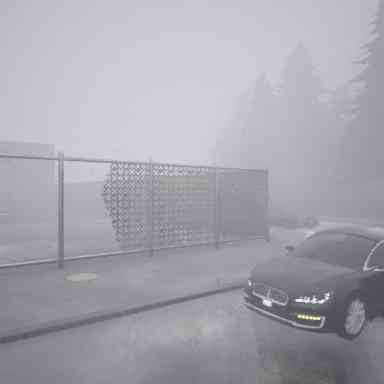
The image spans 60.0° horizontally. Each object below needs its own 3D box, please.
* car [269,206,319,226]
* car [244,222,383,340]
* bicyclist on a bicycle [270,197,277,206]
[{"bbox_3d":[5.778,1.564,20.973,1.994,1.385,4.181,0,0,-36],"label":"car"},{"bbox_3d":[3.204,1.505,6.624,4.892,1.490,1.837,0,1,-34],"label":"car"},{"bbox_3d":[7.911,1.349,32.441,1.656,1.620,0.582,0,0,-36],"label":"bicyclist on a bicycle"}]
